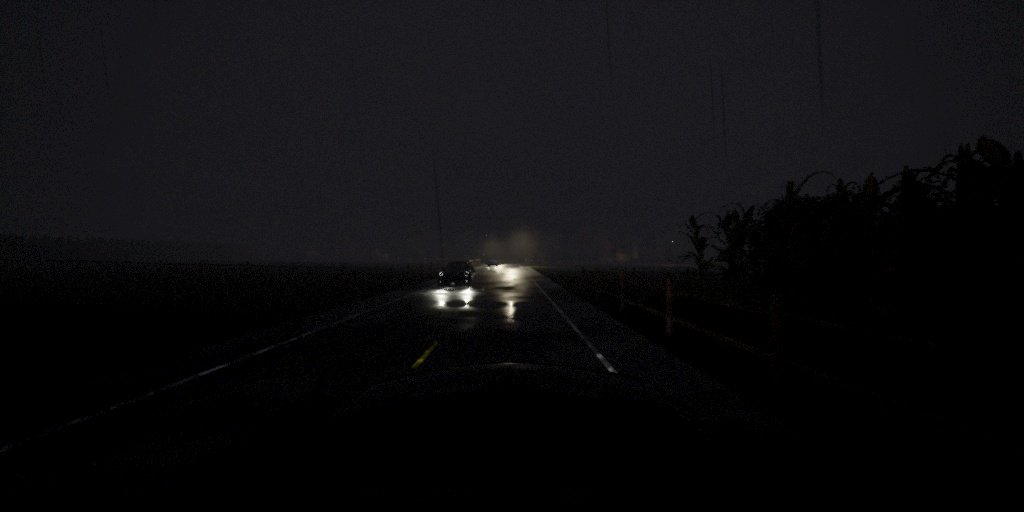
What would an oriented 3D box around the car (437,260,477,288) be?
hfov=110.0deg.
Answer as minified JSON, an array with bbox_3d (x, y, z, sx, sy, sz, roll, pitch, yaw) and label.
[{"bbox_3d":[-3.594,1.110,24.123,2.097,1.767,4.553,0,0,0],"label":"car"}]
